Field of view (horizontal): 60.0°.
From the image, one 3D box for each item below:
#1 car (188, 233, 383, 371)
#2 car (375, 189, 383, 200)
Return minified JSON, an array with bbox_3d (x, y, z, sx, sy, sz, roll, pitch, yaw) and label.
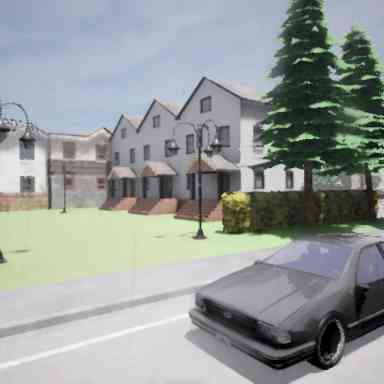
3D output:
[{"bbox_3d":[2.573,1.478,5.808,5.357,1.411,2.033,-1,1,-35],"label":"car"},{"bbox_3d":[29.317,0.405,50.682,1.932,1.855,4.605,-1,1,-36],"label":"car"}]
